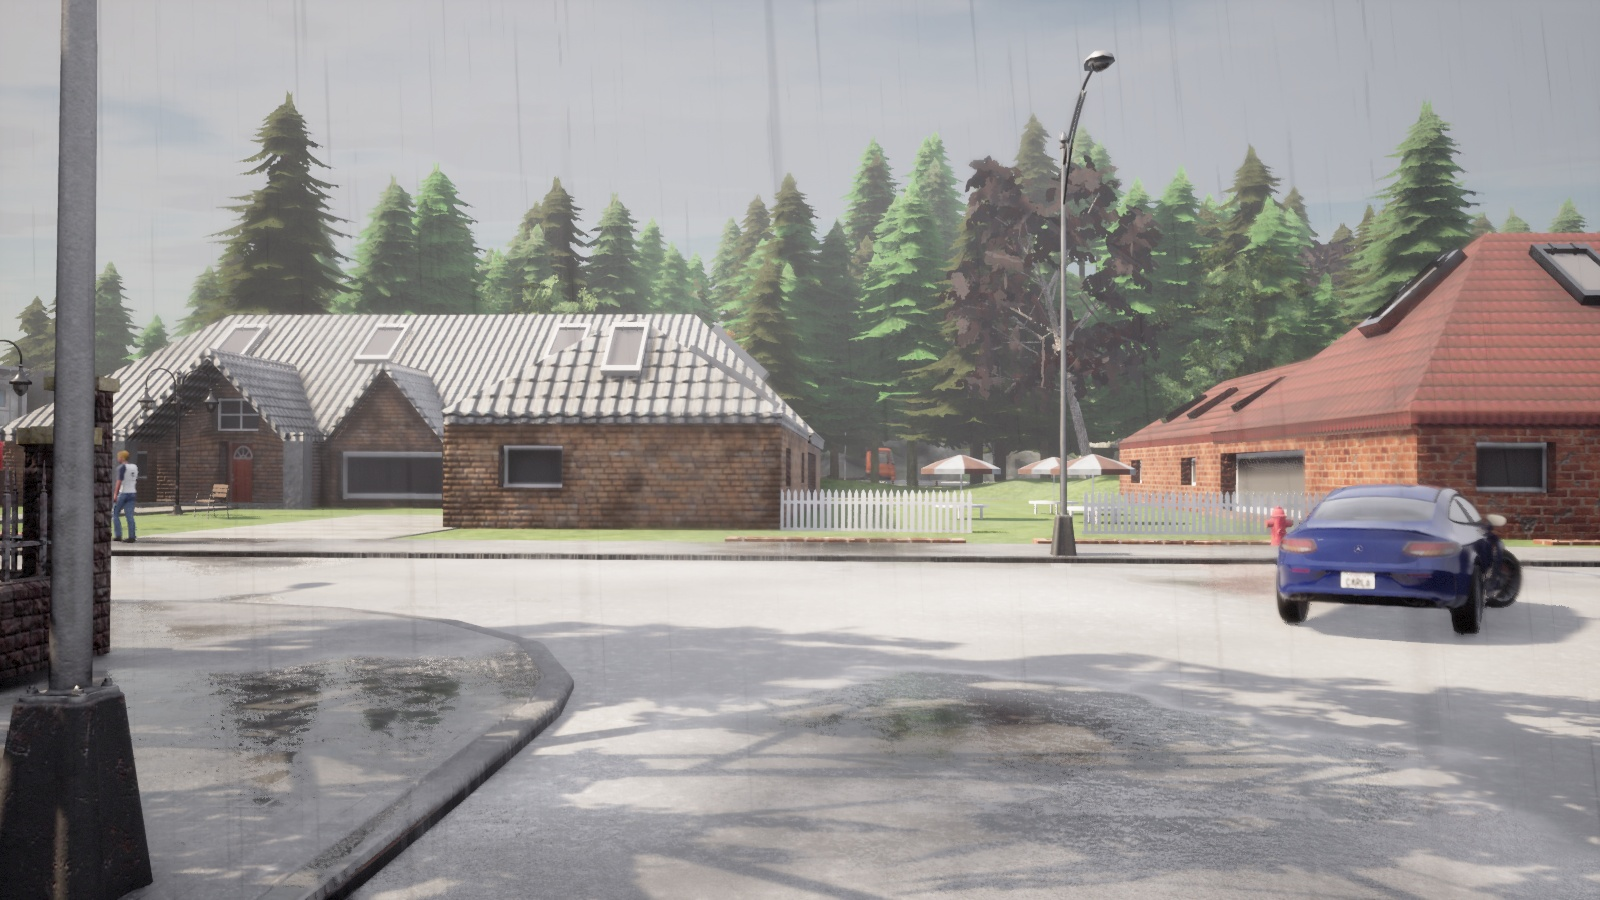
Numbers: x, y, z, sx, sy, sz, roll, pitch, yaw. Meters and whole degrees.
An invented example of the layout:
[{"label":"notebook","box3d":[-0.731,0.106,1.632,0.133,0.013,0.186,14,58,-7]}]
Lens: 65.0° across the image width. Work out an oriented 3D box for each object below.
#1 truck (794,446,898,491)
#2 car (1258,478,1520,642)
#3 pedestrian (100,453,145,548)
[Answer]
[{"label":"truck","box3d":[3.561,1.457,97.822,7.936,3.462,2.891,0,-1,2]},{"label":"car","box3d":[6.581,1.044,13.728,1.812,1.442,4.674,-1,-1,35]},{"label":"pedestrian","box3d":[-13.249,0.988,24.543,0.706,1.836,0.354,0,-1,12]}]
